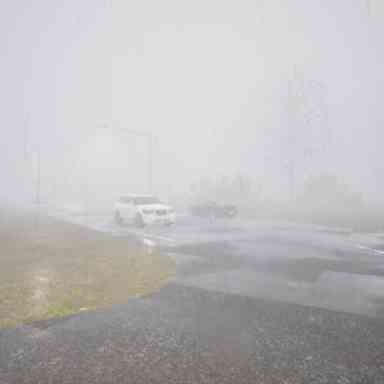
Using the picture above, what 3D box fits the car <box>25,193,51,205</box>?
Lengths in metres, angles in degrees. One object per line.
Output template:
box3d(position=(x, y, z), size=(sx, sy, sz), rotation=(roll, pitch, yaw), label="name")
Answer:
box3d(position=(-23.796, 1.294, 51.269), size=(2.033, 1.411, 5.357), rotation=(0, 0, -35), label="car")

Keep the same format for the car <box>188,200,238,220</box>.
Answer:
box3d(position=(1.564, 1.383, 26.946), size=(1.882, 1.535, 5.008), rotation=(0, 0, -35), label="car")

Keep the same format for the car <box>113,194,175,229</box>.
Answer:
box3d(position=(-3.280, 1.149, 21.647), size=(2.150, 2.045, 5.566), rotation=(0, 0, -35), label="car")

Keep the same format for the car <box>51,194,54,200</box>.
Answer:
box3d(position=(-33.907, 1.100, 78.318), size=(2.033, 1.411, 5.357), rotation=(0, 0, -35), label="car")
